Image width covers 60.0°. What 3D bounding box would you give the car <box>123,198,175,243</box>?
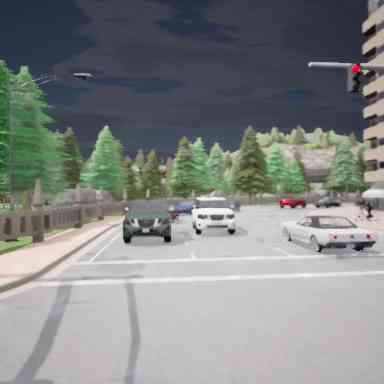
[{"bbox_3d":[-2.110,1.335,17.092,2.150,2.045,5.566,0,0,-3],"label":"car"}]

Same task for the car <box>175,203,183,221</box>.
[{"bbox_3d":[-2.129,1.663,27.003,1.882,1.535,5.008,-1,0,4],"label":"car"}]

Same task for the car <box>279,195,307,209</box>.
[{"bbox_3d":[15.033,1.423,49.428,2.150,2.045,5.566,-1,-1,44],"label":"car"}]

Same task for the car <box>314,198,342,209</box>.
[{"bbox_3d":[20.220,1.706,49.536,5.357,1.411,2.033,0,-1,-40],"label":"car"}]

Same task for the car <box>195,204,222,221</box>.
[{"bbox_3d":[1.626,1.779,30.422,1.895,1.301,4.718,-1,0,10],"label":"car"}]

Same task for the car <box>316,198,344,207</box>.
[{"bbox_3d":[23.281,1.706,56.163,4.674,1.442,1.812,0,0,-28],"label":"car"}]

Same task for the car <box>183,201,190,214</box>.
[{"bbox_3d":[-0.242,1.720,37.179,1.882,1.535,5.008,-1,0,19],"label":"car"}]

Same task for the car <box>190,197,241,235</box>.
[{"bbox_3d":[1.220,1.329,20.094,2.150,2.045,5.566,0,0,-2],"label":"car"}]

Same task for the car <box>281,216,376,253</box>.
[{"bbox_3d":[5.364,1.628,13.879,1.895,1.301,4.718,0,0,-5],"label":"car"}]

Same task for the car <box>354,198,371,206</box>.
[{"bbox_3d":[29.287,1.724,55.139,4.718,1.301,1.895,0,0,-20],"label":"car"}]

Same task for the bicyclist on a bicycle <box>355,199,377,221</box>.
[{"bbox_3d":[12.779,1.342,24.448,1.656,1.620,0.582,-1,0,1],"label":"bicyclist on a bicycle"}]
